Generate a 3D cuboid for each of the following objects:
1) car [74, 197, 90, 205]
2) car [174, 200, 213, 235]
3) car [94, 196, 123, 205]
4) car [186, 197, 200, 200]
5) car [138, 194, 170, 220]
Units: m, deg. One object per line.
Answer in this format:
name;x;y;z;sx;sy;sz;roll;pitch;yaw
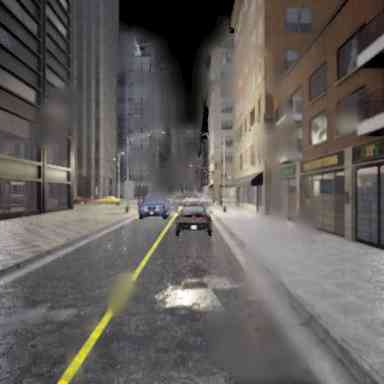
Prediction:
car;-19.858;1.478;57.046;4.507;1.381;1.887;-1;0;0
car;0.096;1.418;18.131;1.837;1.490;4.892;0;0;0
car;-14.404;1.404;57.078;4.829;1.417;1.752;-1;0;0
car;0.093;1.319;35.169;2.128;1.511;4.902;0;0;0
car;-3.006;1.195;27.488;2.150;2.045;5.566;0;0;0
